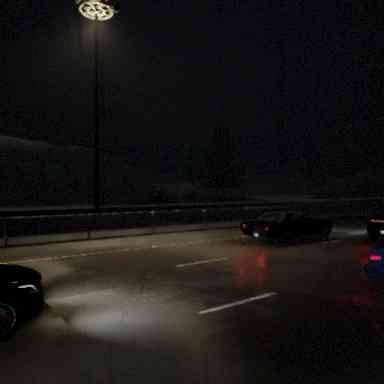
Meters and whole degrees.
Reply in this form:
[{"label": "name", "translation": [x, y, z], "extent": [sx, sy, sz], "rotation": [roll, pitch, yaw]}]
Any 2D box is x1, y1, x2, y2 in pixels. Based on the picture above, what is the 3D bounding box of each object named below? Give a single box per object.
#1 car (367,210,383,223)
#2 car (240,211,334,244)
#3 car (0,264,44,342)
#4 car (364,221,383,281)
[{"label": "car", "translation": [9.838, 1.429, 15.068], "extent": [4.902, 1.511, 2.128], "rotation": [0, 0, -36]}, {"label": "car", "translation": [4.573, 1.553, 15.609], "extent": [4.718, 1.301, 1.895], "rotation": [0, 0, -36]}, {"label": "car", "translation": [-4.656, 1.530, 4.725], "extent": [4.674, 1.442, 1.812], "rotation": [0, 0, -36]}, {"label": "car", "translation": [6.431, 1.510, 8.338], "extent": [5.357, 1.411, 2.033], "rotation": [0, 0, -36]}]
